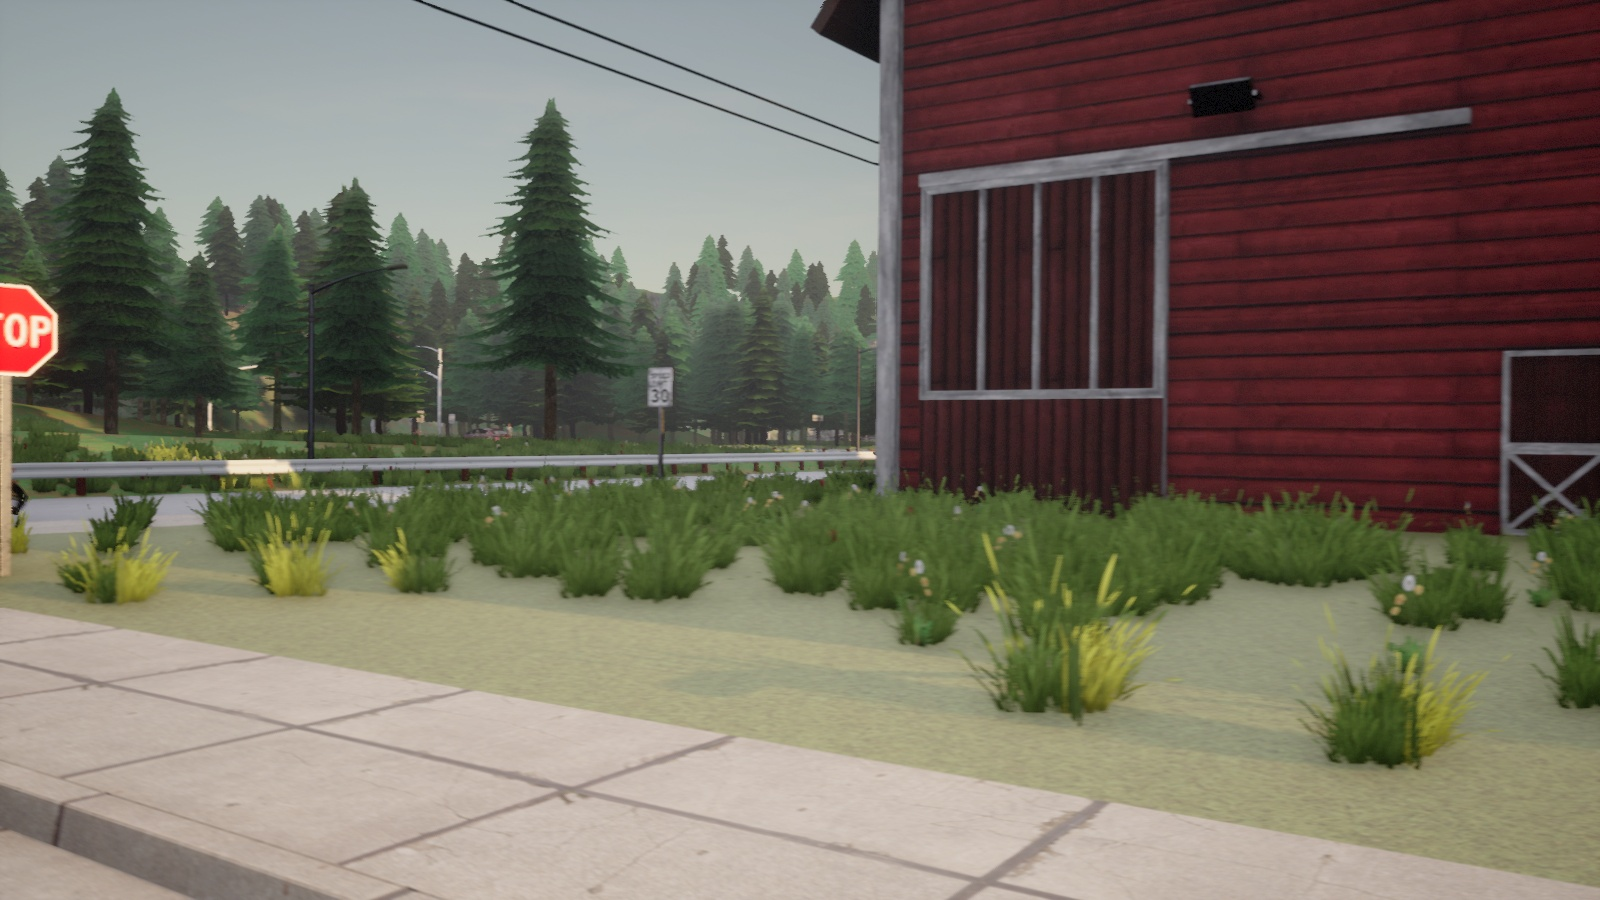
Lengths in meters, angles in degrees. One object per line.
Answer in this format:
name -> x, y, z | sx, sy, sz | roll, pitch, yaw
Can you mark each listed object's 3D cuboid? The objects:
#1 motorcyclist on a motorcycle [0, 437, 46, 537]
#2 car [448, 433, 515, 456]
motorcyclist on a motorcycle -> -12.703, 0.569, 19.003 | 0.797, 1.523, 2.044 | 0, 1, 35
car -> -22.975, -0.395, 90.585 | 4.856, 1.649, 2.033 | 0, 1, 36
